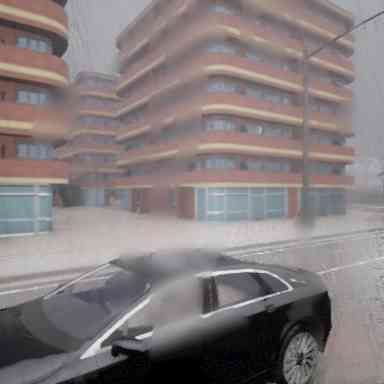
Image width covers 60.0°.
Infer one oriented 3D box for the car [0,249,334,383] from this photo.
[{"bbox_3d":[-0.422,1.490,3.689,4.902,1.511,2.128,0,0,-35],"label":"car"}]
